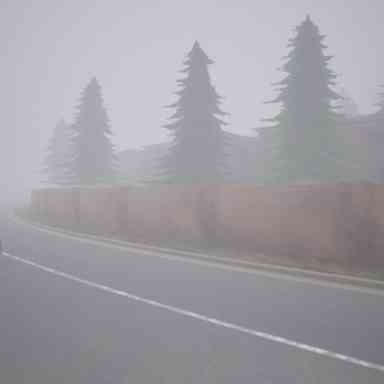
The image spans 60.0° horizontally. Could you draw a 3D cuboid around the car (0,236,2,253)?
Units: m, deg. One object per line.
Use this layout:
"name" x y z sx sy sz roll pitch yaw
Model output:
"car" -7.987 1.501 11.192 4.902 1.511 2.128 0 0 44
